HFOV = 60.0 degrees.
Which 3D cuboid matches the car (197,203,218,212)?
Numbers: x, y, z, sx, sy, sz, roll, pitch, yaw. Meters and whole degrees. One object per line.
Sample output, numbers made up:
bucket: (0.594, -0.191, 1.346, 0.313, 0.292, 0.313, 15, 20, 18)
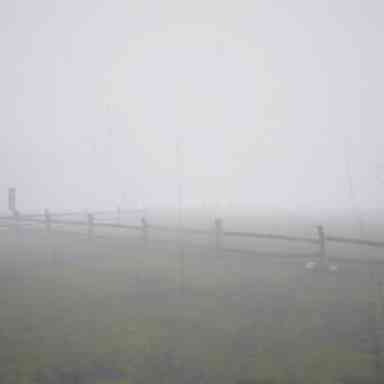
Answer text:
car: (2.768, 2.618, 55.052, 1.812, 1.442, 4.674, -1, -2, 36)
